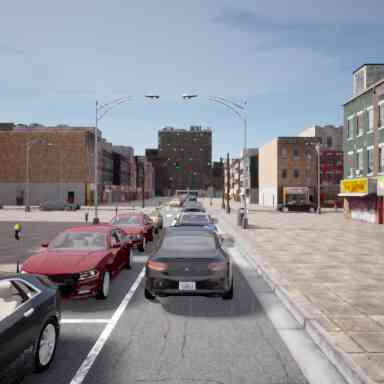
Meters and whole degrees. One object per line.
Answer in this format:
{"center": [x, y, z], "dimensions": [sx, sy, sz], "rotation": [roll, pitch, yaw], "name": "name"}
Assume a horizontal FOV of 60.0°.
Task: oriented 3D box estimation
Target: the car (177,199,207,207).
{"center": [0.164, 1.530, 26.086], "dimensions": [1.837, 1.490, 4.892], "rotation": [0, 0, 2], "name": "car"}

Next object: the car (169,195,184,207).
{"center": [-2.544, 1.606, 51.212], "dimensions": [1.752, 1.417, 4.829], "rotation": [0, 0, 0], "name": "car"}

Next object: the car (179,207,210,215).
{"center": [0.122, 1.611, 15.668], "dimensions": [1.895, 1.301, 4.718], "rotation": [0, 0, 0], "name": "car"}

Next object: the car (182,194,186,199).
{"center": [-2.533, 1.411, 56.826], "dimensions": [2.192, 1.841, 5.009], "rotation": [0, 0, 0], "name": "car"}

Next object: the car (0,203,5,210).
{"center": [-23.224, 1.383, 36.508], "dimensions": [4.892, 1.490, 1.837], "rotation": [0, 0, 0], "name": "car"}

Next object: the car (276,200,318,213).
{"center": [12.521, 1.685, 39.575], "dimensions": [5.008, 1.535, 1.882], "rotation": [1, 0, 0], "name": "car"}

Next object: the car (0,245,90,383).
{"center": [-2.628, 1.552, 2.942], "dimensions": [2.008, 1.369, 4.403], "rotation": [0, 0, 0], "name": "car"}

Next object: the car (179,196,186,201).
{"center": [-2.476, 1.757, 89.490], "dimensions": [1.887, 1.381, 4.507], "rotation": [0, 0, 0], "name": "car"}

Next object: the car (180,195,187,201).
{"center": [-2.466, 1.672, 94.935], "dimensions": [1.967, 1.590, 4.097], "rotation": [0, 0, 0], "name": "car"}

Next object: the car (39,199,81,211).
{"center": [-14.473, 1.505, 36.536], "dimensions": [4.181, 1.385, 1.994], "rotation": [0, 0, 0], "name": "car"}

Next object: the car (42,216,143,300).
{"center": [-2.619, 1.548, 8.436], "dimensions": [1.887, 1.381, 4.507], "rotation": [0, 0, 0], "name": "car"}

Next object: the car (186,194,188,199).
{"center": [-2.496, 1.695, 78.431], "dimensions": [1.752, 1.417, 4.829], "rotation": [0, 0, 0], "name": "car"}

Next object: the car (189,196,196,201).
{"center": [0.164, 1.817, 92.089], "dimensions": [1.895, 1.301, 4.718], "rotation": [0, 0, 0], "name": "car"}

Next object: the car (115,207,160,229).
{"center": [-2.609, 1.553, 13.931], "dimensions": [1.887, 1.381, 4.507], "rotation": [0, 0, 0], "name": "car"}

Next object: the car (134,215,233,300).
{"center": [-0.041, 1.529, 8.302], "dimensions": [1.812, 1.442, 4.674], "rotation": [0, 0, 1], "name": "car"}

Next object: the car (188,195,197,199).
{"center": [0.146, 1.539, 81.908], "dimensions": [2.097, 1.767, 4.553], "rotation": [0, 0, 0], "name": "car"}

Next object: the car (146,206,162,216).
{"center": [-2.600, 1.540, 19.255], "dimensions": [1.752, 1.417, 4.829], "rotation": [0, 0, 0], "name": "car"}
